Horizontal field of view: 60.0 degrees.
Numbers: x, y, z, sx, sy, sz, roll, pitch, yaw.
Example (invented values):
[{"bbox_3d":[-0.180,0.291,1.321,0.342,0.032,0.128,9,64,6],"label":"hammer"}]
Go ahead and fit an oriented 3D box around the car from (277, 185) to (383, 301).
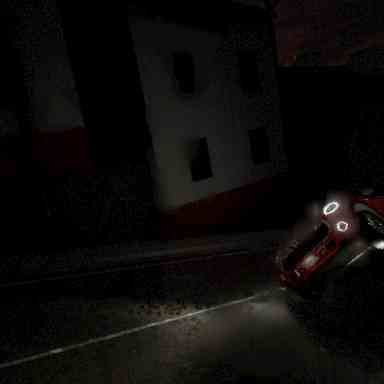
[{"bbox_3d":[3.707,0.868,7.594,4.553,1.767,2.097,1,-44,-36],"label":"car"}]
